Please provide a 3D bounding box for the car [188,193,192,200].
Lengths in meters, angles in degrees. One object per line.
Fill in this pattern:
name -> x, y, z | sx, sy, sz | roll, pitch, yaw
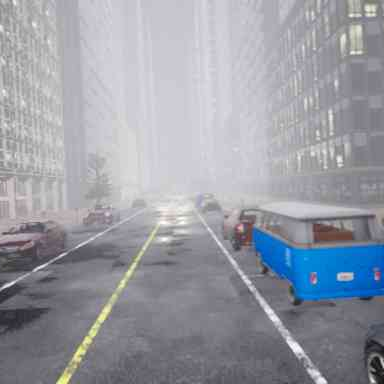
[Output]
car -> 0.865, 1.035, 52.881 | 2.008, 1.369, 4.403 | -3, 1, -2

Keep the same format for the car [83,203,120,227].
car -> -6.499, 1.539, 24.159 | 1.967, 1.590, 4.097 | -3, 1, -2

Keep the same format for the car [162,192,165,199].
car -> -8.724, 0.940, 86.728 | 2.192, 1.841, 5.009 | -3, 1, -2

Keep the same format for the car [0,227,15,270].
car -> -5.884, 1.747, 6.924 | 1.752, 1.417, 4.829 | -3, 1, -2

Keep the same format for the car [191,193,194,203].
car -> 1.268, 1.114, 41.504 | 1.887, 1.381, 4.507 | -3, 1, -2

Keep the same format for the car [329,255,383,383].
car -> 2.680, 1.420, 1.685 | 1.947, 1.339, 4.313 | -3, 1, -2

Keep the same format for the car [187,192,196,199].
car -> -0.144, 0.815, 81.324 | 2.008, 1.369, 4.403 | -3, 1, -2

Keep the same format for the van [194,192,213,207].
van -> 1.459, 0.952, 35.813 | 1.690, 1.788, 3.998 | -3, 1, -2

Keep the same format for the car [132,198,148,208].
car -> -7.299, 1.498, 46.912 | 1.947, 1.339, 4.313 | -3, 1, -2

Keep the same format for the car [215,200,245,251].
car -> 2.270, 1.215, 13.061 | 1.967, 1.590, 4.097 | -3, 1, -2

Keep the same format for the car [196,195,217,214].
car -> 1.673, 1.234, 30.127 | 1.802, 1.307, 4.206 | -3, 1, -2

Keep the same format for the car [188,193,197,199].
car -> 0.059, 0.875, 75.635 | 1.947, 1.339, 4.313 | -3, 1, -2

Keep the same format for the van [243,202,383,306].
van -> 2.466, 1.156, 7.371 | 1.690, 1.788, 3.998 | -3, 1, -2

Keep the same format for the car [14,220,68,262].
car -> -6.088, 1.762, 12.783 | 1.802, 1.307, 4.206 | -3, 1, -2

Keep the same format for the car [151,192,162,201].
car -> -8.304, 1.242, 75.184 | 1.752, 1.417, 4.829 | -3, 1, -2
